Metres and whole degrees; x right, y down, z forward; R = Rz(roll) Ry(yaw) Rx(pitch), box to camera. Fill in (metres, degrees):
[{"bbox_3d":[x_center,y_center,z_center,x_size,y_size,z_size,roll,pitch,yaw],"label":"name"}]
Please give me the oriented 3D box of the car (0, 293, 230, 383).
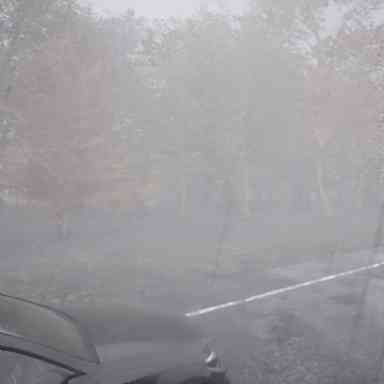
[{"bbox_3d":[-1.830,1.516,2.451,4.674,1.442,1.812,0,0,-36],"label":"car"}]
